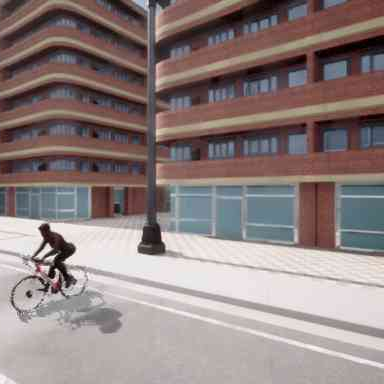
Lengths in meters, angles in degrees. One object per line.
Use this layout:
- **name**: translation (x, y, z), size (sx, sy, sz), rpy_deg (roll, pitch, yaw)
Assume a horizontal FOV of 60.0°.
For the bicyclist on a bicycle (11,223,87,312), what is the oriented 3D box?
- **bicyclist on a bicycle**: translation (-2.781, 1.438, 6.627), size (0.582, 1.620, 1.656), rpy_deg (0, 1, 36)
